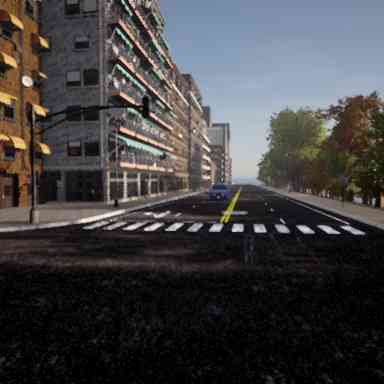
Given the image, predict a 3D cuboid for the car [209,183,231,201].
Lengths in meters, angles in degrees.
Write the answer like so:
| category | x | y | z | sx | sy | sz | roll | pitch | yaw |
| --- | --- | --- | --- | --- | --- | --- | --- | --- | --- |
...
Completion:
| category | x | y | z | sx | sy | sz | roll | pitch | yaw |
| --- | --- | --- | --- | --- | --- | --- | --- | --- | --- |
| car | 3.291 | 0.070 | 38.682 | 2.150 | 2.045 | 5.566 | 0 | 3 | 9 |
